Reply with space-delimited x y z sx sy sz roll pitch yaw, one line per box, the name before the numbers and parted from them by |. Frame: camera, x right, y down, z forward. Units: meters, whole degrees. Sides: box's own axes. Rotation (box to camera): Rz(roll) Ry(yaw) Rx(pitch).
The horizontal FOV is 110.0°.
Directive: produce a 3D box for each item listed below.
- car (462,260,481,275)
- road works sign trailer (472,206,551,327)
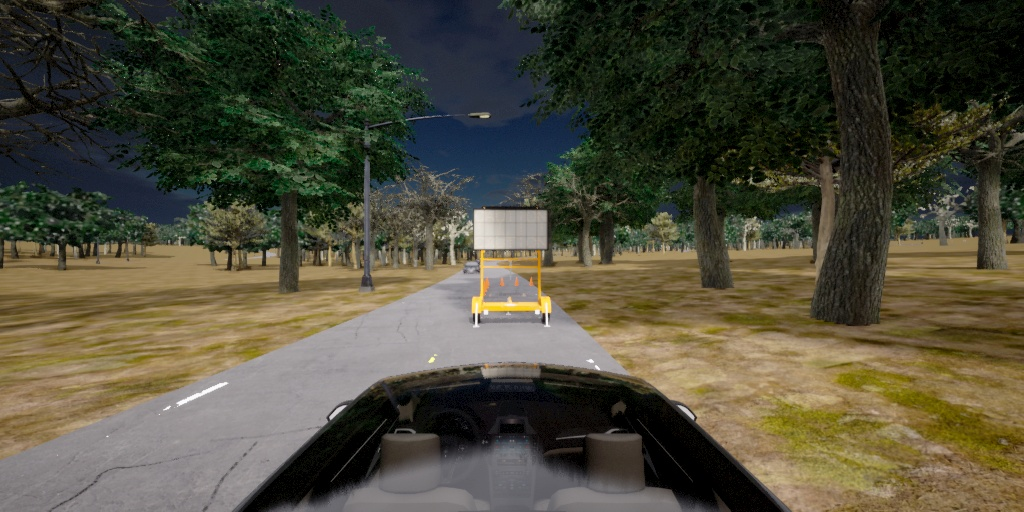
car | -4.575 1.362 40.918 1.812 1.442 4.674 0 0 -4
road works sign trailer | -0.046 0.225 11.523 2.380 3.560 2.880 0 0 -2
